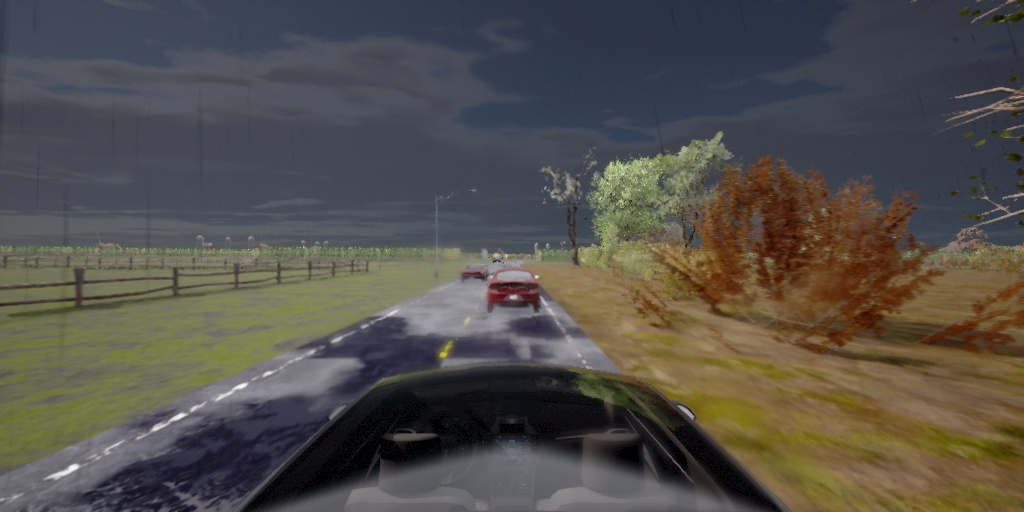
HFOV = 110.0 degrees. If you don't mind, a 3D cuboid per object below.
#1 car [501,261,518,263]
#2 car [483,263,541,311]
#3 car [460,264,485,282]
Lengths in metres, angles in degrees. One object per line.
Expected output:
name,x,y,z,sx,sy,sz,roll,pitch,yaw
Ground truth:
car,0.094,1.265,35.116,1.895,1.301,4.718,0,0,0
car,0.078,1.195,14.185,1.882,1.535,5.008,0,0,0
car,-2.846,1.283,27.949,1.895,1.301,4.718,0,0,0
